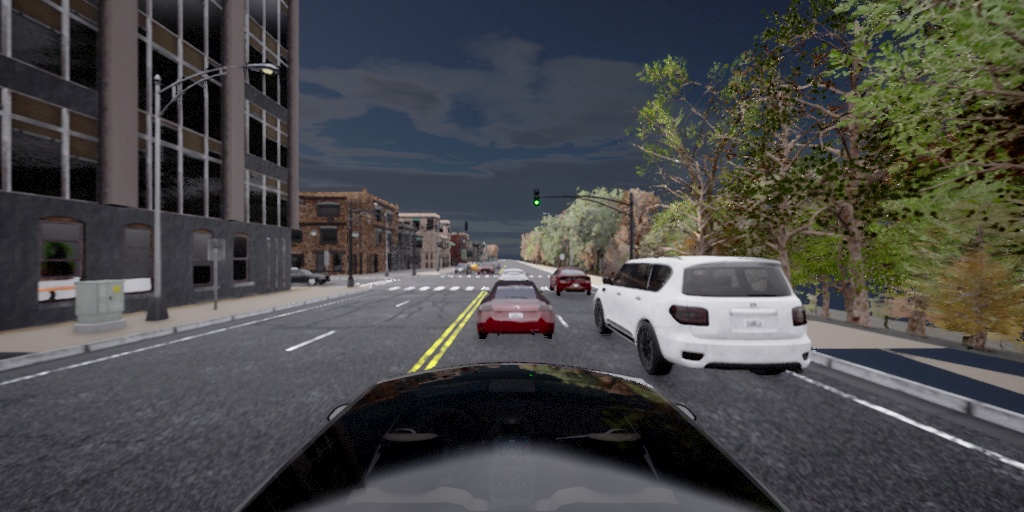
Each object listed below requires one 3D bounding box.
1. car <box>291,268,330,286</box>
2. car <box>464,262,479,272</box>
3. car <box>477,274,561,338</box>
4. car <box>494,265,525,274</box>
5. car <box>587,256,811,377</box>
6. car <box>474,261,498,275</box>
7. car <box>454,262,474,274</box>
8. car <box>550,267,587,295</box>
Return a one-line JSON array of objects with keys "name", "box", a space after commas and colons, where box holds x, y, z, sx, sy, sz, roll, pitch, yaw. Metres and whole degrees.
[{"name": "car", "box": [-18.527, 1.818, 31.363, 4.892, 1.490, 1.837, -1, 0, -2]}, {"name": "car", "box": [-6.698, 1.781, 59.337, 1.882, 1.535, 5.008, 0, -1, 0]}, {"name": "car", "box": [0.090, 1.398, 10.511, 1.994, 1.385, 4.181, 0, -1, 0]}, {"name": "car", "box": [0.068, 1.463, 21.342, 1.812, 1.442, 4.674, 0, -1, 0]}, {"name": "car", "box": [3.347, 1.030, 7.663, 2.150, 2.045, 5.566, 0, 0, 0]}, {"name": "car", "box": [-3.417, 1.545, 47.899, 2.097, 1.767, 4.553, 0, -1, 0]}, {"name": "car", "box": [-6.661, 1.697, 49.198, 2.128, 1.511, 4.902, 0, -1, 1]}, {"name": "car", "box": [3.337, 1.414, 21.236, 1.882, 1.535, 5.008, 0, -1, 0]}]
